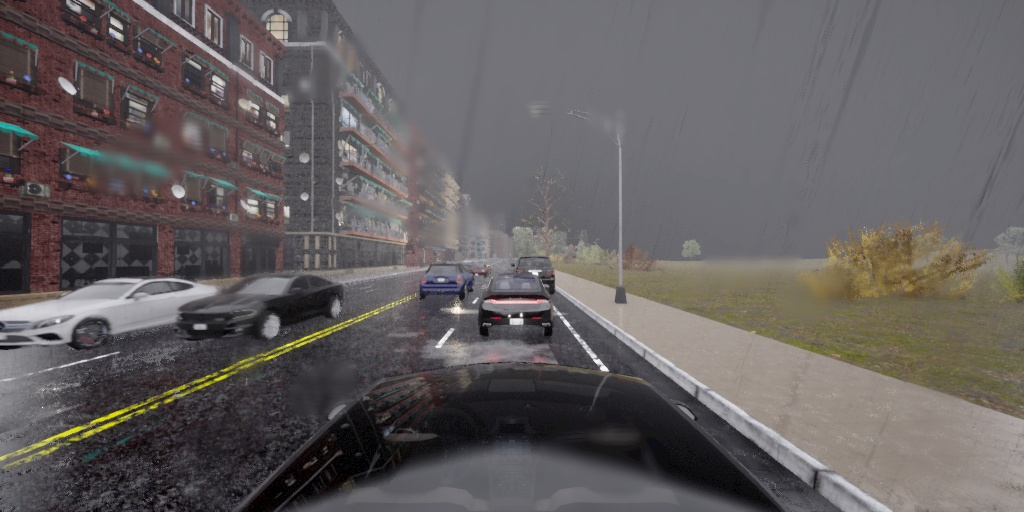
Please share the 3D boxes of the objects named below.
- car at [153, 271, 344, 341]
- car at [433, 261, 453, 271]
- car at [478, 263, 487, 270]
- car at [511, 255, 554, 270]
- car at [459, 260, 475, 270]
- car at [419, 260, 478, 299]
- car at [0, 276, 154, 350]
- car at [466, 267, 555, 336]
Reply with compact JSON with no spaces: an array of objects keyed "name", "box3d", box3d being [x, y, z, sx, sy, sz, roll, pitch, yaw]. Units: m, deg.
[{"name":"car","box3d":[-6.600,1.229,10.092,1.882,1.535,5.008,0,0,0]},{"name":"car","box3d":[-9.861,1.351,51.425,1.895,1.301,4.718,0,0,0]},{"name":"car","box3d":[-3.163,1.353,34.212,1.895,1.301,4.718,0,0,0]},{"name":"car","box3d":[1.133,0.977,20.248,2.150,2.045,5.566,0,0,0]},{"name":"car","box3d":[-6.609,1.275,53.114,1.812,1.442,4.674,0,0,0]},{"name":"car","box3d":[-3.157,1.106,18.176,2.097,1.767,4.553,0,0,0]},{"name":"car","box3d":[-9.838,1.277,9.200,1.812,1.442,4.674,0,0,0]},{"name":"car","box3d":[0.098,1.243,10.378,2.128,1.511,4.902,0,0,0]}]
